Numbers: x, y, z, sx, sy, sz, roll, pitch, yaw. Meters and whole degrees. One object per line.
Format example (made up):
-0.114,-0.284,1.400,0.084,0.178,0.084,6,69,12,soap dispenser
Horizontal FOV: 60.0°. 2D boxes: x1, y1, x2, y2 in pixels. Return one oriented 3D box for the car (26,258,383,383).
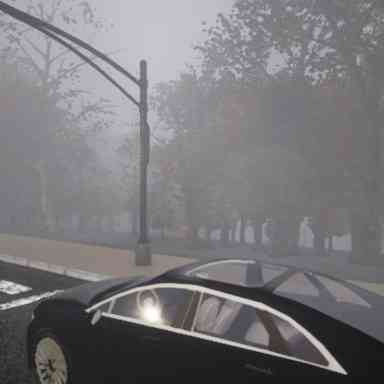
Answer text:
0.177,1.507,3.567,4.902,1.511,2.128,0,0,34,car
